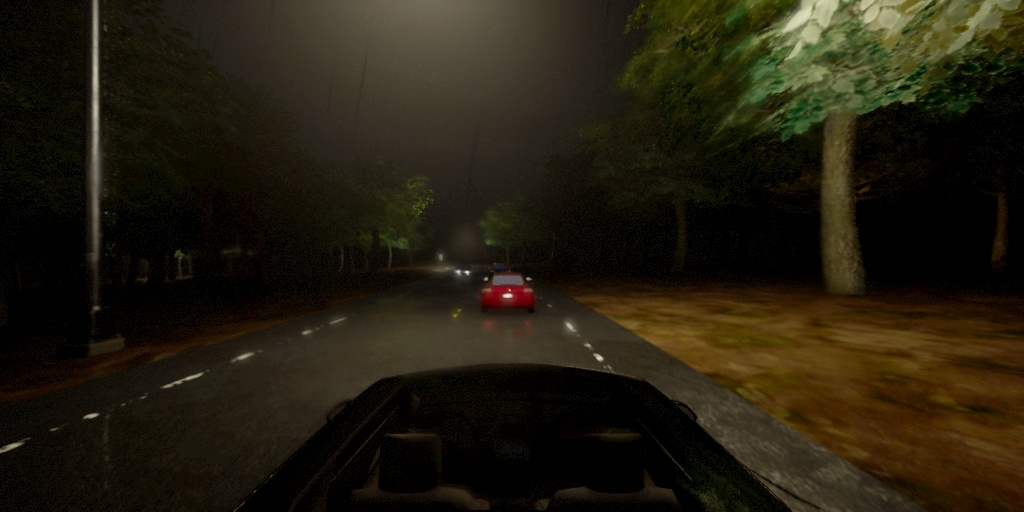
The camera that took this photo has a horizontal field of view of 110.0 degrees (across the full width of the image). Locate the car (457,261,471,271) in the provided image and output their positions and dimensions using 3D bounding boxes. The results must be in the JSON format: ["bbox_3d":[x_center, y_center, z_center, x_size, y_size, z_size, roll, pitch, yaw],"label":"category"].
[{"bbox_3d":[-6.976,1.482,52.278,1.994,1.385,4.181,0,-1,-7],"label":"car"}]

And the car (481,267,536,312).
[{"bbox_3d":[-0.181,1.320,14.179,1.994,1.385,4.181,0,0,-2],"label":"car"}]

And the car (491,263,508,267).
[{"bbox_3d":[-1.013,1.316,29.801,1.812,1.442,4.674,0,0,-4],"label":"car"}]
